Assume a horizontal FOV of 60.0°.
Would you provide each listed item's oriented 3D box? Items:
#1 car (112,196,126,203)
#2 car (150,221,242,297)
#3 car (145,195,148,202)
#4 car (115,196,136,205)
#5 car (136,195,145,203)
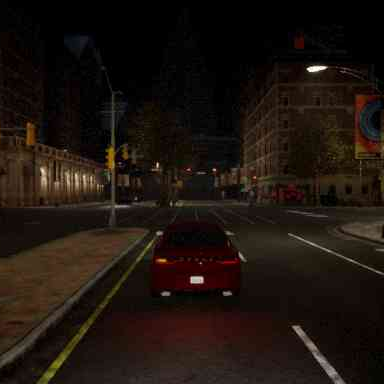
[{"bbox_3d":[-14.979,1.595,68.835,1.895,1.301,4.718,0,0,0],"label":"car"},{"bbox_3d":[0.054,1.478,8.634,1.882,1.535,5.008,0,0,-1],"label":"car"},{"bbox_3d":[-11.765,1.478,79.260,1.882,1.535,5.008,0,0,0],"label":"car"},{"bbox_3d":[-11.753,1.601,58.707,1.895,1.301,4.718,0,0,0],"label":"car"},{"bbox_3d":[-11.730,1.540,68.781,2.033,1.411,5.357,0,0,0],"label":"car"}]
